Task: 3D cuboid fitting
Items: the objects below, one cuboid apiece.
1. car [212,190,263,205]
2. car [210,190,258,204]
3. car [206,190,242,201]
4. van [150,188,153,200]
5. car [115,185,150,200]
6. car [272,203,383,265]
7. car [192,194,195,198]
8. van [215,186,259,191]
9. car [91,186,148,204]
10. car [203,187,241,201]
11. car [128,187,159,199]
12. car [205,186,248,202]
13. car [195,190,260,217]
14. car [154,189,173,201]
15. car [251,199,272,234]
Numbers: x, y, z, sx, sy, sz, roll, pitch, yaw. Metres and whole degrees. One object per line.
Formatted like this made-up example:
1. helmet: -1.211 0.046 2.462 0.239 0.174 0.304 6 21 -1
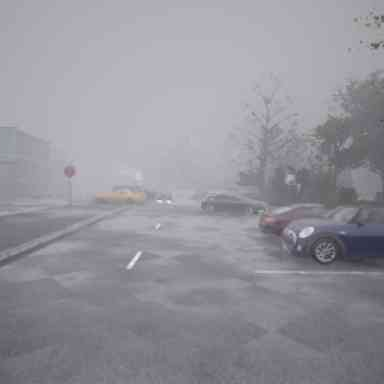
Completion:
1. car: 4.954 0.606 36.970 5.366 1.575 1.946 1 1 -1
2. car: 4.922 0.573 39.631 5.366 1.575 1.946 1 1 -1
3. car: 4.615 0.516 48.136 4.892 1.521 2.231 1 0 -1
4. van: -7.424 0.161 40.626 4.442 1.987 1.878 1 1 -1
5. car: -7.474 0.292 37.589 4.553 1.767 2.185 1 1 -1
6. car: 5.101 1.140 10.215 4.553 1.767 2.185 1 2 0
7. car: 2.149 0.623 60.815 1.895 1.301 4.718 0 -1 41
8. van: 4.688 0.419 34.169 4.442 1.987 1.878 1 1 -1
9. car: -7.656 0.454 34.671 5.366 1.575 1.946 1 1 -1
10. car: 4.552 0.258 50.805 5.566 2.045 2.435 1 0 -1
11. car: -7.691 0.203 52.769 4.553 1.767 2.185 1 0 -1
12. car: 4.643 0.272 45.343 5.566 2.045 2.435 1 0 -1
13. car: 2.937 0.863 23.611 4.892 1.490 1.837 1 3 31
14. car: -3.760 0.482 46.446 1.994 1.385 4.181 1 0 0
15. car: 5.016 1.206 13.389 4.674 1.452 2.002 1 2 -1
